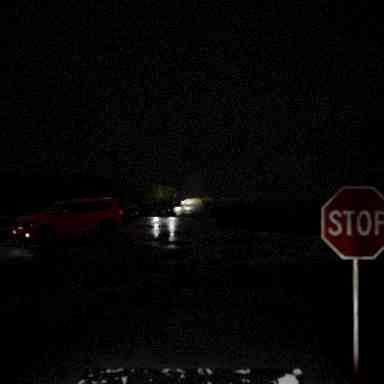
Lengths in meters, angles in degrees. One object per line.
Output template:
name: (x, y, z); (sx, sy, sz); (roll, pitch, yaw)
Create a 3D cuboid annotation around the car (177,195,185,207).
car: (-2.617, 1.502, 52.697); (2.128, 1.511, 4.902); (0, 0, 0)

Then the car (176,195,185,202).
car: (-2.558, 1.426, 75.923); (1.994, 1.385, 4.181); (0, 0, 0)

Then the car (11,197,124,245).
car: (-6.236, 1.391, 17.299); (2.150, 2.045, 5.566); (0, 2, 45)

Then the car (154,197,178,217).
car: (-2.666, 1.609, 33.415); (1.837, 1.490, 4.892); (0, 0, 0)
